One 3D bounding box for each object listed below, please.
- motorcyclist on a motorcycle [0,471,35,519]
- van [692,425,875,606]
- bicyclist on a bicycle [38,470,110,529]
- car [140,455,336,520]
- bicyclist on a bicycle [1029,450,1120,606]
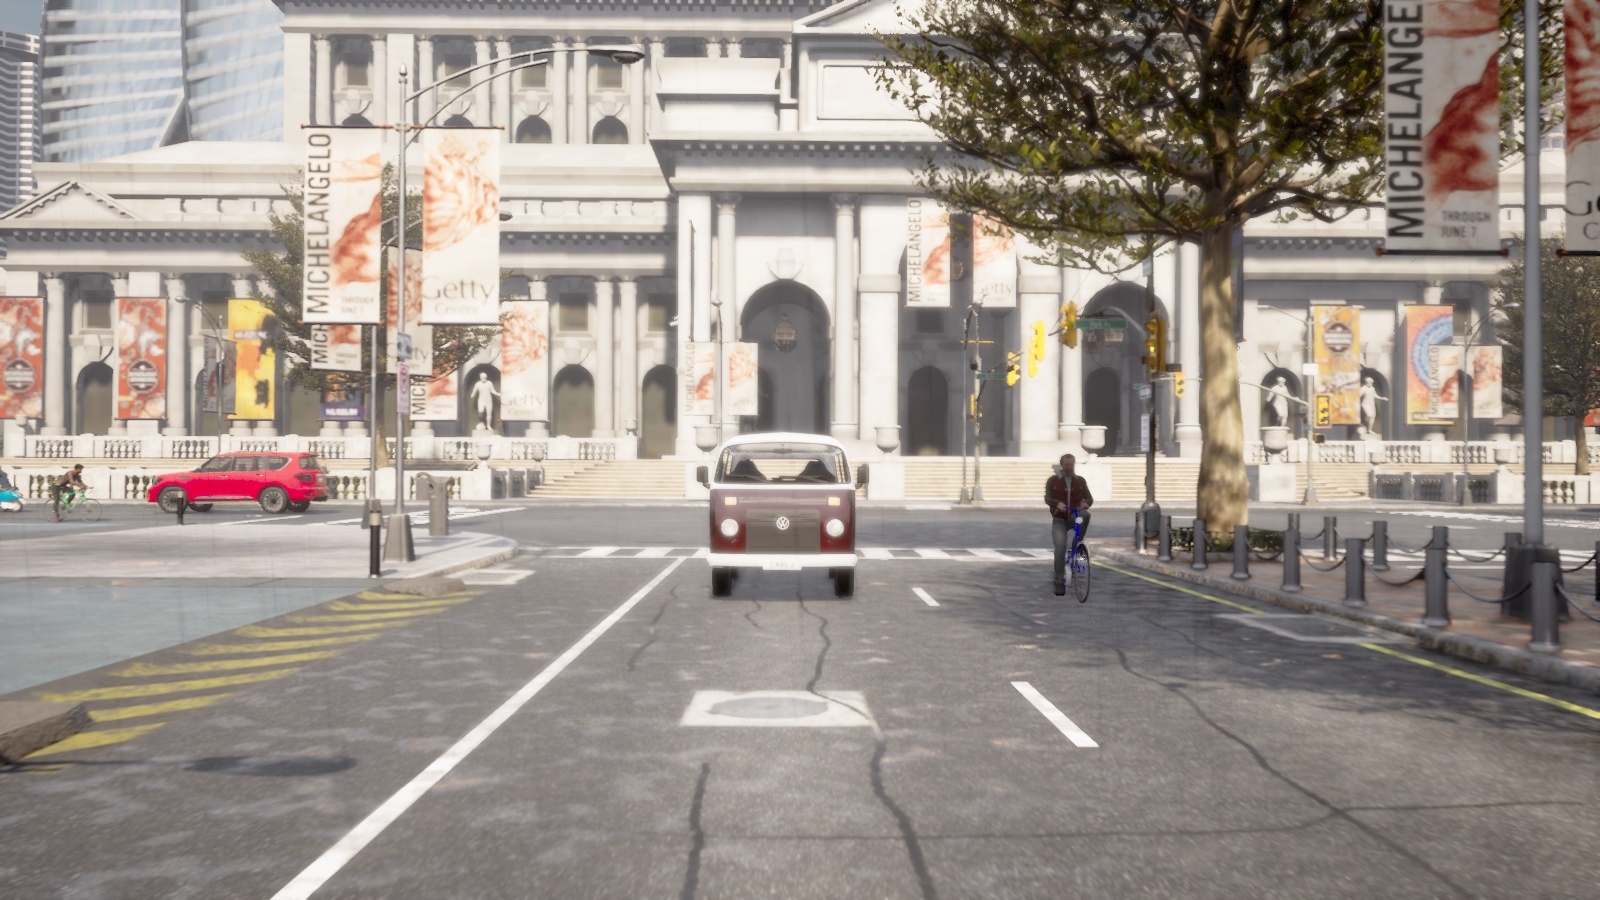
[{"bbox_3d":[-26.688,1.503,41.879,1.817,1.590,0.866,0,-1,0],"label":"motorcyclist on a motorcycle"},{"bbox_3d":[-0.217,0.789,16.488,2.069,2.038,4.480,0,-1,-1],"label":"van"},{"bbox_3d":[-20.188,1.372,34.938,1.656,1.620,0.582,0,-1,0],"label":"bicyclist on a bicycle"},{"bbox_3d":[-18.696,1.236,41.976,5.566,2.045,2.150,0,-1,0],"label":"car"},{"bbox_3d":[3.298,0.900,15.238,0.659,1.776,1.843,0,-1,-1],"label":"bicyclist on a bicycle"}]
